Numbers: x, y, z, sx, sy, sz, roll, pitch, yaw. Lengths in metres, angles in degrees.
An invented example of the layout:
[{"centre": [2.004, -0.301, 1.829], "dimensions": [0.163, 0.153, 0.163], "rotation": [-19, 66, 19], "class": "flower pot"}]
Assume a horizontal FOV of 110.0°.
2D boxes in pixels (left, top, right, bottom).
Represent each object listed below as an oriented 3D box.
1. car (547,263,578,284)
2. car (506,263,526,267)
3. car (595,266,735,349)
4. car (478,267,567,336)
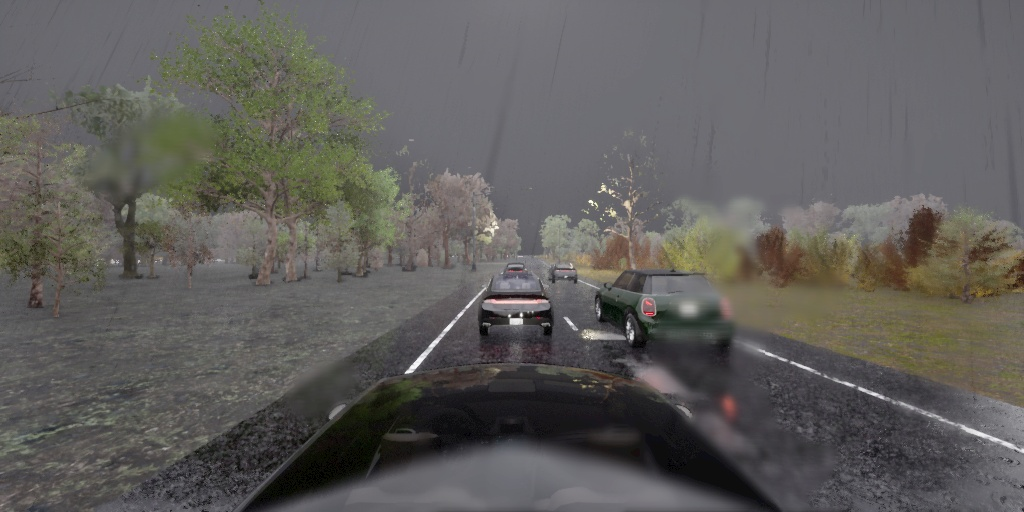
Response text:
[{"centre": [3.800, 1.245, 27.336], "dimensions": [2.128, 1.511, 4.902], "rotation": [0, 0, 1], "class": "car"}, {"centre": [0.304, 1.259, 27.608], "dimensions": [1.837, 1.490, 4.892], "rotation": [0, 0, 1], "class": "car"}, {"centre": [3.598, 1.103, 9.359], "dimensions": [2.097, 1.767, 4.553], "rotation": [0, 0, 1], "class": "car"}, {"centre": [0.101, 1.243, 10.395], "dimensions": [2.128, 1.511, 4.902], "rotation": [0, 0, 0], "class": "car"}]
